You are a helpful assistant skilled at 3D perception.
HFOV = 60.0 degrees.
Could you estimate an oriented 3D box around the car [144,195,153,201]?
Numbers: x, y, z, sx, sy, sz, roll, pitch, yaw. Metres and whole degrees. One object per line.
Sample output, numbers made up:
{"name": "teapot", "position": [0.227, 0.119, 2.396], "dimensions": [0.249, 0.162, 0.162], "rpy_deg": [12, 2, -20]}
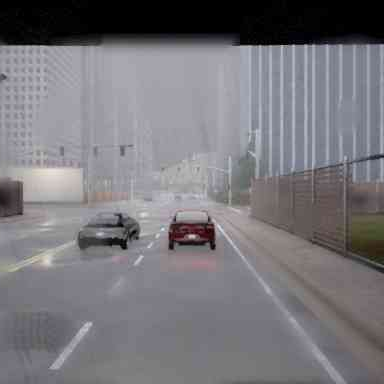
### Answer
{"name": "car", "position": [-10.500, 1.486, 80.824], "dimensions": [2.033, 1.411, 5.357], "rpy_deg": [0, 0, 0]}

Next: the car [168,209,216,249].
{"name": "car", "position": [0.000, 1.483, 14.650], "dimensions": [1.882, 1.535, 5.008], "rpy_deg": [0, 0, 0]}

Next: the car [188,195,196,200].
{"name": "car", "position": [0.000, 1.451, 84.267], "dimensions": [1.895, 1.301, 4.718], "rpy_deg": [0, 0, 0]}

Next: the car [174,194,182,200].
{"name": "car", "position": [-3.500, 1.356, 84.237], "dimensions": [1.837, 1.490, 4.892], "rpy_deg": [0, 0, 0]}

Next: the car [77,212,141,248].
{"name": "car", "position": [-3.500, 1.570, 14.650], "dimensions": [1.994, 1.385, 4.181], "rpy_deg": [0, 0, 0]}
